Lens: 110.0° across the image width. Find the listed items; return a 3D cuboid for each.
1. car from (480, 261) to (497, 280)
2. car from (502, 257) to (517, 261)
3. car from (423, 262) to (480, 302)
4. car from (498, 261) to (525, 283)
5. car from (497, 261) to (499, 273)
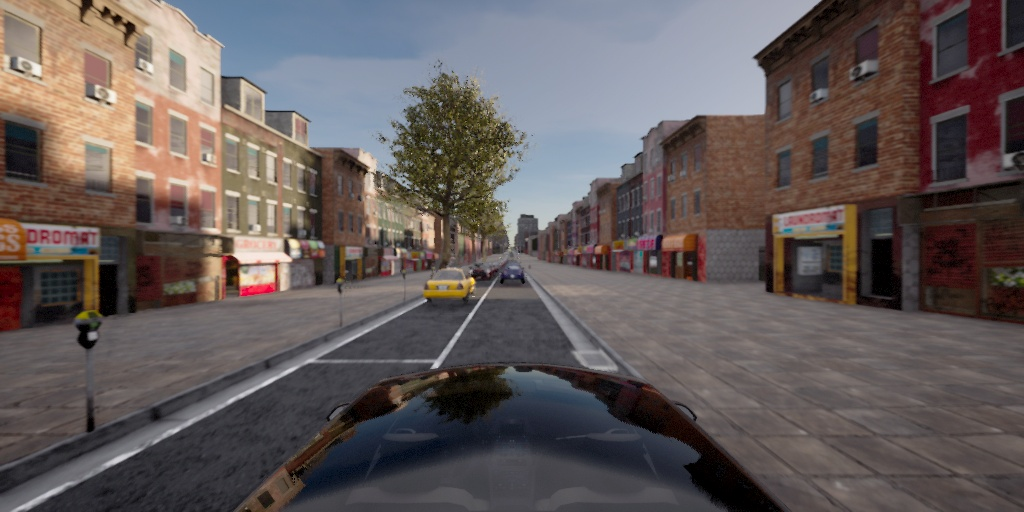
[{"bbox_3d":[-2.659,1.268,31.439,1.967,1.591,4.097,0,0,0],"label":"car"},{"bbox_3d":[0.052,1.297,47.404,2.097,1.767,4.553,0,-1,0],"label":"car"},{"bbox_3d":[-2.760,1.224,16.873,1.801,1.575,5.366,0,0,0],"label":"car"},{"bbox_3d":[0.055,1.336,28.856,1.812,1.442,4.674,0,0,0],"label":"car"},{"bbox_3d":[-2.664,1.303,36.969,1.967,1.591,4.097,0,0,0],"label":"car"}]
